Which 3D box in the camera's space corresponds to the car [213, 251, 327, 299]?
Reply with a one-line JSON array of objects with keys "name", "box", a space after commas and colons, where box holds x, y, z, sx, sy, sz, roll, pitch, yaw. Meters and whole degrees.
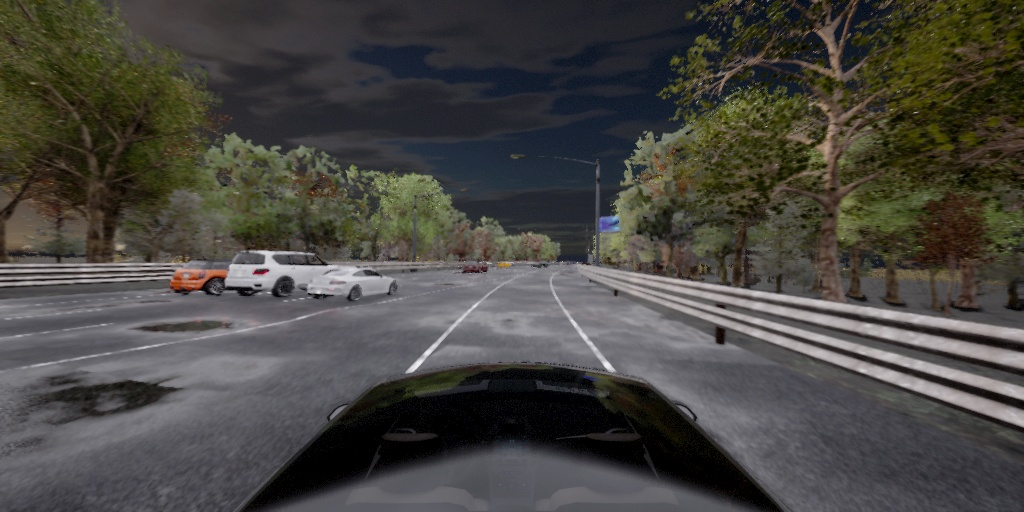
[{"name": "car", "box": [-10.436, 0.818, 17.121, 2.150, 2.045, 5.566, 0, -1, 13]}]

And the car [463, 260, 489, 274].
[{"name": "car", "box": [-4.378, 1.300, 44.034, 2.097, 1.767, 4.553, 0, -1, 13]}]

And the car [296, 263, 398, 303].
[{"name": "car", "box": [-7.029, 1.196, 16.250, 1.812, 1.442, 4.674, 2, 0, 13]}]

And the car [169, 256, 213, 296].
[{"name": "car", "box": [-13.863, 0.920, 17.848, 2.097, 1.767, 4.553, 0, -1, 13]}]
